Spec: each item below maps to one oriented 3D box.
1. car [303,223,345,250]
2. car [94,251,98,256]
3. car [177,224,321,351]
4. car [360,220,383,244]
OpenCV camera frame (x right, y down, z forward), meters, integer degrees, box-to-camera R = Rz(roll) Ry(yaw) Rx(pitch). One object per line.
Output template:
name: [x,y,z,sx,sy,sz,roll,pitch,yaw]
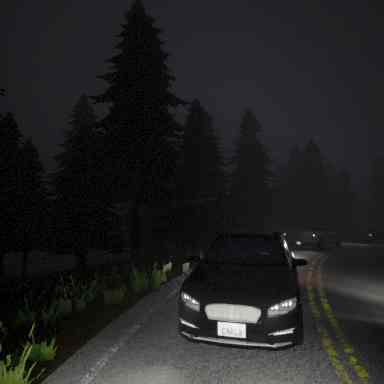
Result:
car: [6.540,2.312,17.761,1.895,1.301,4.718,-3,-6,39]
car: [-20.222,13.651,73.014,4.181,1.381,1.994,-2,-5,31]
car: [1.139,1.562,6.634,2.128,1.511,4.902,-1,-2,15]
car: [15.919,3.231,26.497,5.566,2.045,2.150,8,-8,-28]
